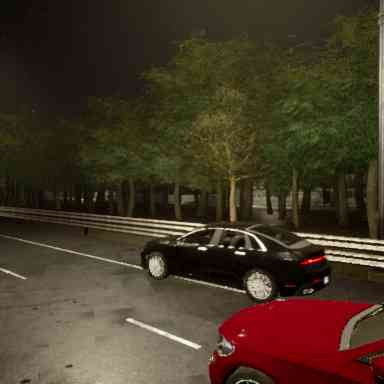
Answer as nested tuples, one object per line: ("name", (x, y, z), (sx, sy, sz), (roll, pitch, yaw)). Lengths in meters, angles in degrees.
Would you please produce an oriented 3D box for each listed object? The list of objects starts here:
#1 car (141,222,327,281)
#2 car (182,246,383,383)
("car", (0.815, 1.504, 8.205), (4.892, 1.490, 1.837), (0, 0, 38))
("car", (2.306, 1.530, 2.572), (4.674, 1.442, 1.812), (0, 0, 40))
